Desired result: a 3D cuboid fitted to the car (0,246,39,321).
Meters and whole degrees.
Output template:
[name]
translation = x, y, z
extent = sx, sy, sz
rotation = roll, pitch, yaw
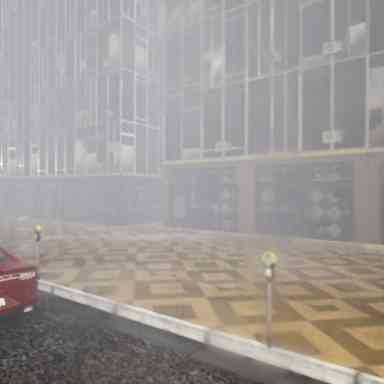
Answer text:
[car]
translation = -4.692, 1.500, 6.227
extent = 4.507, 1.381, 1.887
rotation = 0, 0, 36
